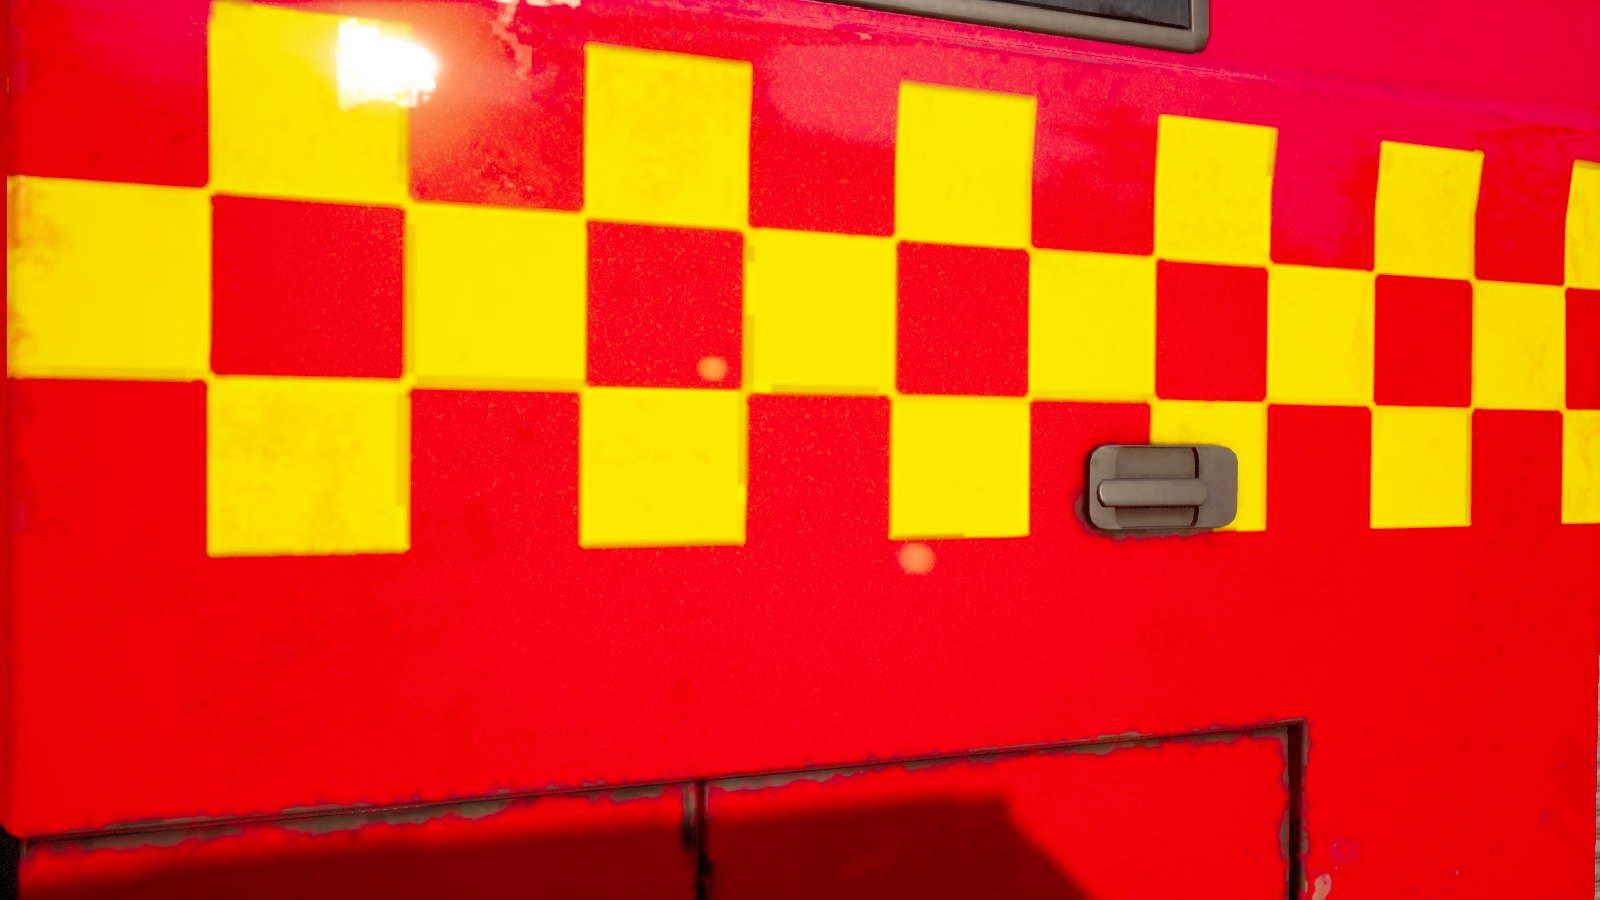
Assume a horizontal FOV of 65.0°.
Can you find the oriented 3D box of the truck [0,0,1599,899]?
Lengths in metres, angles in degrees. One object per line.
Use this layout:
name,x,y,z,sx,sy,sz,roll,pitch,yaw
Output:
truck,0.048,-0.420,3.242,8.468,3.827,2.891,-1,1,-21
